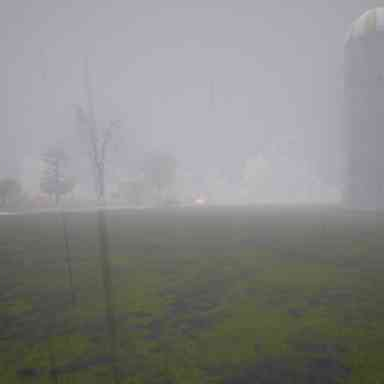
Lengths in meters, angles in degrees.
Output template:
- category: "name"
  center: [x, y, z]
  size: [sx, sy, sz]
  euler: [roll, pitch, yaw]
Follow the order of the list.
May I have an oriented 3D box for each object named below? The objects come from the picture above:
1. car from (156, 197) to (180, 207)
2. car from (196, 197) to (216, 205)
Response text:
- category: "car"
  center: [-3.943, 1.618, 55.605]
  size: [2.128, 1.511, 4.902]
  euler: [1, 0, 36]
- category: "car"
  center: [2.814, 1.680, 65.068]
  size: [1.882, 1.535, 5.008]
  euler: [1, 0, 36]
